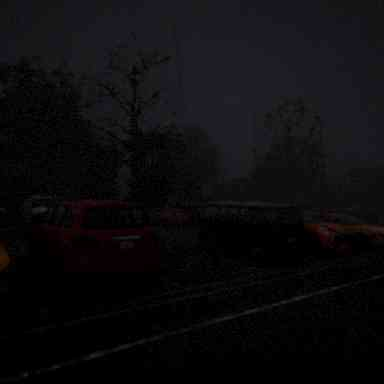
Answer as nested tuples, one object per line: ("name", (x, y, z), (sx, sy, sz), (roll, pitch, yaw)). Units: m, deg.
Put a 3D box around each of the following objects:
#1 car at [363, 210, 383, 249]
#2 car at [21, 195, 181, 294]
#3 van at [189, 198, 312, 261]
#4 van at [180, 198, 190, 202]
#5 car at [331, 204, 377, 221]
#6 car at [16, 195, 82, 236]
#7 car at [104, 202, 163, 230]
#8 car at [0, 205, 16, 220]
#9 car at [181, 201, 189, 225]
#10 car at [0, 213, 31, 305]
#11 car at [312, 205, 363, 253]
("car", (7.034, 1.700, 16.095), (1.946, 1.575, 5.366), (2, -1, -36))
("car", (-2.937, 1.221, 9.168), (2.435, 2.045, 5.566), (1, -1, -36))
("van", (2.031, 1.349, 12.863), (1.878, 1.987, 4.442), (1, -1, -36))
("van", (0.355, 1.492, 26.487), (1.878, 1.987, 4.442), (2, -1, -36))
("car", (19.712, 2.427, 40.591), (2.185, 1.767, 4.553), (3, -2, -35))
("car", (-8.762, 1.242, 20.030), (2.435, 2.045, 5.566), (1, 0, -36))
("car", (-4.252, 1.592, 23.542), (1.946, 1.575, 5.366), (1, -1, -36))
("car", (-11.036, 1.461, 18.404), (2.231, 1.521, 4.892), (1, 0, -36))
("car", (-2.093, 1.648, 25.097), (1.946, 1.575, 5.366), (2, -1, -36))
("car", (-5.285, 1.440, 7.431), (2.097, 1.535, 5.008), (1, 0, -36))
("car", (4.543, 1.508, 14.568), (2.185, 1.767, 4.553), (2, -1, -36))
